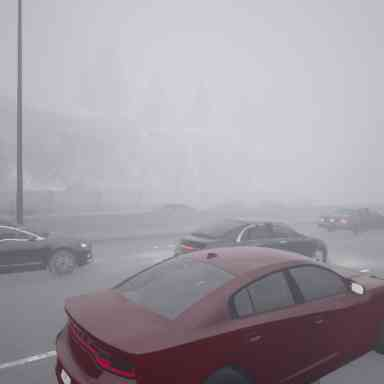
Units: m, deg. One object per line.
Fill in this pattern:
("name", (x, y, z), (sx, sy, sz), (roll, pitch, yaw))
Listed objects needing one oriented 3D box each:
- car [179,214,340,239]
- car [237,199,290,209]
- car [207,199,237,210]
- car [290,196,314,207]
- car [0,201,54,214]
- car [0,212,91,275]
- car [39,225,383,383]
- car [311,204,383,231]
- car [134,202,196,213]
("car", (1.815, 1.505, 9.290), (4.892, 1.490, 1.837), (0, 0, -35))
("car", (7.585, 1.495, 34.961), (4.902, 1.511, 2.128), (0, 0, -35))
("car", (3.892, 1.495, 36.653), (4.902, 1.511, 2.128), (0, 0, -35))
("car", (15.851, 1.357, 49.073), (4.553, 1.767, 2.097), (0, 0, -34))
("car", (-14.349, 1.492, 28.119), (4.902, 1.511, 2.128), (0, 0, -35))
("car", (-5.136, 1.491, 8.679), (4.902, 1.511, 2.128), (0, 0, -35))
("car", (0.910, 1.478, 4.374), (5.008, 1.535, 1.882), (0, 0, -35))
("car", (9.375, 1.549, 18.887), (5.357, 1.411, 2.033), (0, 0, -36))
("car", (-1.937, 1.505, 24.016), (4.892, 1.490, 1.837), (0, 0, -35))
